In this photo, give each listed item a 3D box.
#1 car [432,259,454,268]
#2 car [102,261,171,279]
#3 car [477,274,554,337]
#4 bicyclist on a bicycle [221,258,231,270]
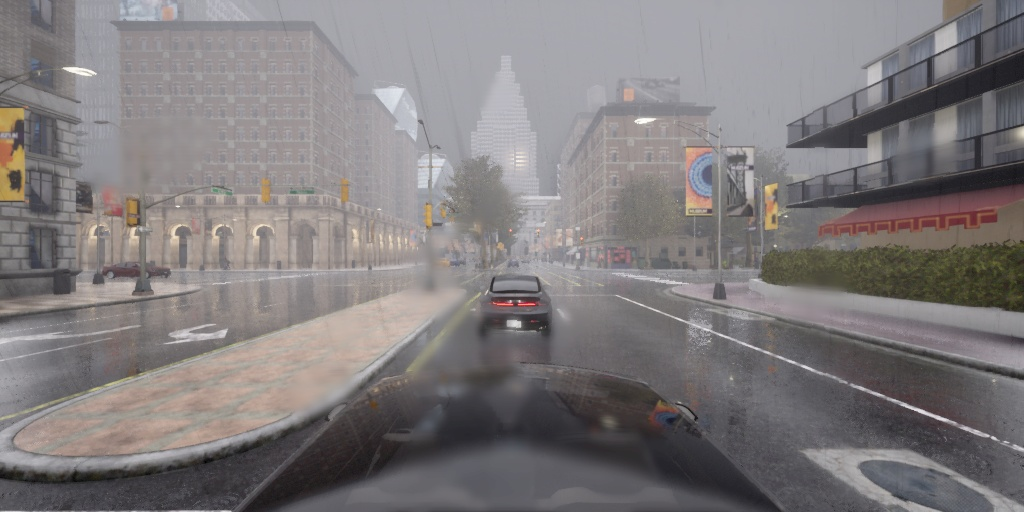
[{"bbox_3d":[-11.443,1.228,59.624,1.882,1.535,5.008,0,0,0],"label":"car"},{"bbox_3d":[-33.650,1.228,32.251,5.008,1.535,1.882,0,0,0],"label":"car"},{"bbox_3d":[0.096,1.255,10.292,1.837,1.490,4.892,0,0,0],"label":"car"},{"bbox_3d":[-37.198,1.050,46.709,0.582,1.620,1.656,0,0,0],"label":"bicyclist on a bicycle"}]
